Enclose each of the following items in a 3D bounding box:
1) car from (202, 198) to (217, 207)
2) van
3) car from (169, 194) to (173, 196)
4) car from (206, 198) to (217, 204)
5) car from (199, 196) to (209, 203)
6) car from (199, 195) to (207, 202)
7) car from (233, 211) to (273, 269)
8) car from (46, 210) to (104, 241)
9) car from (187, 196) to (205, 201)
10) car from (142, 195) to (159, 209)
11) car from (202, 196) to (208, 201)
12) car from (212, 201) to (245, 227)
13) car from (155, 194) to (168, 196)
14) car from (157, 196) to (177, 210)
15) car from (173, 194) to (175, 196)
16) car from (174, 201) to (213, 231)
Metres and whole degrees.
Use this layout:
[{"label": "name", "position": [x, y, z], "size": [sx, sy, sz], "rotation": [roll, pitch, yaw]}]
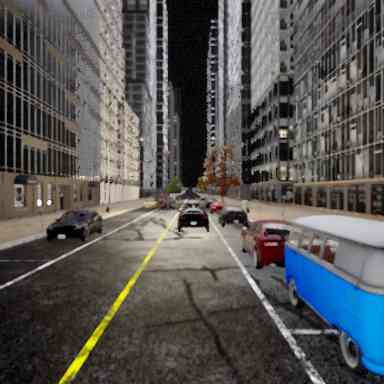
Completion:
[{"label": "car", "position": [2.674, 1.572, 50.883], "size": [2.008, 1.369, 4.403], "rotation": [0, 0, 0]}, {"label": "van", "position": [2.684, 1.345, 5.345], "size": [1.690, 1.788, 3.998], "rotation": [0, 0, 0]}, {"label": "car", "position": [-5.712, 1.334, 67.970], "size": [2.192, 1.841, 5.009], "rotation": [0, 0, 0]}, {"label": "car", "position": [2.678, 1.600, 33.808], "size": [1.802, 1.307, 4.206], "rotation": [0, 0, 0]}, {"label": "car", "position": [2.669, 1.568, 73.653], "size": [2.008, 1.369, 4.403], "rotation": [0, 0, 0]}, {"label": "car", "position": [2.668, 1.540, 79.516], "size": [1.752, 1.417, 4.829], "rotation": [0, 0, 0]}, {"label": "car", "position": [2.684, 1.552, 11.038], "size": [1.887, 1.381, 4.507], "rotation": [0, 0, 0]}, {"label": "car", "position": [-5.698, 1.577, 16.740], "size": [1.947, 1.339, 4.313], "rotation": [0, 0, 0]}, {"label": "car", "position": [0.090, 1.567, 39.060], "size": [2.033, 1.411, 5.357], "rotation": [0, 0, 0]}, {"label": "car", "position": [-5.705, 1.546, 45.032], "size": [1.752, 1.417, 4.829], "rotation": [0, 0, 0]}, {"label": "car", "position": [2.676, 1.587, 45.191], "size": [1.947, 1.339, 4.313], "rotation": [0, 0, 0]}, {"label": "car", "position": [2.681, 1.564, 22.422], "size": [2.008, 1.369, 4.403], "rotation": [0, 0, 0]}, {"label": "car", "position": [-5.709, 1.336, 56.585], "size": [2.192, 1.841, 5.009], "rotation": [0, 0, 0]}, {"label": "car", "position": [-3.011, 1.592, 44.001], "size": [2.033, 1.411, 5.357], "rotation": [0, 0, 0]}, {"label": "car", "position": [-5.716, 1.448, 90.739], "size": [1.967, 1.590, 4.097], "rotation": [0, 0, 0]}, {"label": "car", "position": [0.082, 1.538, 20.395], "size": [1.812, 1.442, 4.674], "rotation": [0, 0, 0]}]
